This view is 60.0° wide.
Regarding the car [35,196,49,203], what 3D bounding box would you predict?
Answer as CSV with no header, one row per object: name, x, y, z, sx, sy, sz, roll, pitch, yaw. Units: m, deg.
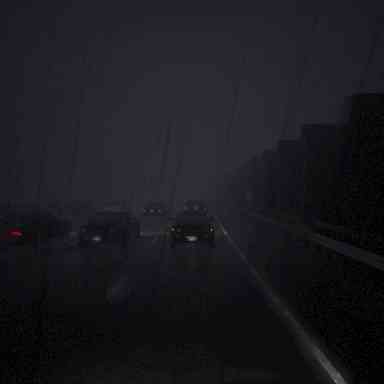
car,-31.079,1.544,69.471,1.994,1.385,4.181,0,0,-2

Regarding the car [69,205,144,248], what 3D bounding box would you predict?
car,-3.474,1.530,14.523,1.812,1.442,4.674,0,0,1

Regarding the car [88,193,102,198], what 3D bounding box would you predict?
car,-20.604,1.206,70.186,2.150,2.045,5.566,0,0,-2

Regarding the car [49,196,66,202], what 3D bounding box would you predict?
car,-27.587,1.583,69.689,1.895,1.301,4.718,0,0,-2

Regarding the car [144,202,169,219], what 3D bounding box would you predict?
car,-3.163,1.561,29.352,2.033,1.411,5.357,0,0,1

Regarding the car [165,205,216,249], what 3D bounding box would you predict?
car,0.026,1.530,14.487,1.812,1.442,4.674,0,0,1

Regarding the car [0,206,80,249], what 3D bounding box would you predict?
car,-6.974,1.560,14.559,2.033,1.411,5.357,0,0,1

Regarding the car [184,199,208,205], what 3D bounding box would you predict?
car,0.335,1.364,29.238,2.097,1.767,4.553,0,0,1

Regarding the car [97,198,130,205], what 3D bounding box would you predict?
car,-6.662,1.482,29.436,1.882,1.535,5.008,0,0,1

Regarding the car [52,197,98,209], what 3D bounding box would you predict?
car,-10.161,1.492,29.520,2.128,1.511,4.902,0,0,1
